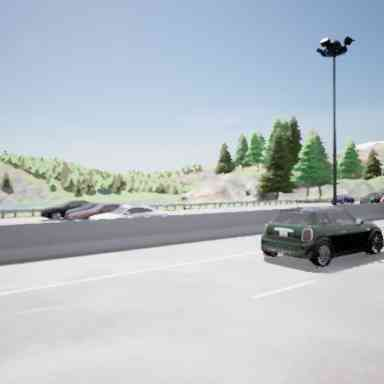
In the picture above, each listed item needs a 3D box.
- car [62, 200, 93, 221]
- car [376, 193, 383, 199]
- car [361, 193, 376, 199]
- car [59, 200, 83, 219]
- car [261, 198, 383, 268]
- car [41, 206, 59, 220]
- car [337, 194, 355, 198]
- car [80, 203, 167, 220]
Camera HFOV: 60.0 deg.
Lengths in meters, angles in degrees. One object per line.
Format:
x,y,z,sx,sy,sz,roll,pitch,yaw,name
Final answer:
-5.564,1.456,21.522,4.674,1.442,1.812,-1,0,-36,car
27.411,0.917,44.998,4.553,1.767,2.097,-1,0,-35,car
26.690,0.903,48.764,4.553,1.767,2.097,-1,0,-35,car
-7.223,1.490,24.638,4.181,1.385,1.994,-1,0,-36,car
4.482,1.262,11.248,4.553,1.767,2.097,-1,0,-35,car
-9.645,1.408,27.210,5.008,1.535,1.882,-1,0,-36,car
22.915,1.096,50.392,4.674,1.442,1.812,-1,0,-35,car
-3.519,1.456,18.682,4.674,1.442,1.812,-1,0,-36,car
